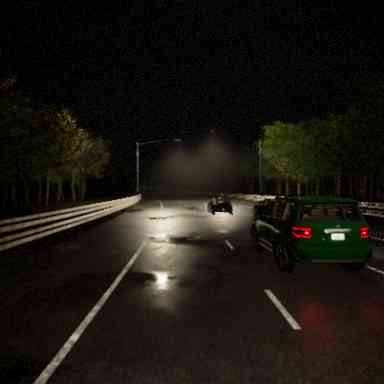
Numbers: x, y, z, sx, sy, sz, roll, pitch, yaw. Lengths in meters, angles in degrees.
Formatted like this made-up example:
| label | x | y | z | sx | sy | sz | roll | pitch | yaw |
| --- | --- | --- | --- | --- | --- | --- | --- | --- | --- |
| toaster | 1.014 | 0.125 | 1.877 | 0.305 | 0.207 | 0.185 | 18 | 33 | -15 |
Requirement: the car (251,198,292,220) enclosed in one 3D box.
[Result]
| label | x | y | z | sx | sy | sz | roll | pitch | yaw |
| --- | --- | --- | --- | --- | --- | --- | --- | --- | --- |
| car | 6.250 | 1.299 | 26.629 | 1.837 | 1.490 | 4.892 | 0 | 0 | -3 |

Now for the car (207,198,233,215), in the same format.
| label | x | y | z | sx | sy | sz | roll | pitch | yaw |
| --- | --- | --- | --- | --- | --- | --- | --- | --- | --- |
| car | 2.499 | 1.259 | 30.562 | 2.128 | 1.511 | 4.902 | 0 | 0 | -4 |

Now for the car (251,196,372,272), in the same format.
| label | x | y | z | sx | sy | sz | roll | pitch | yaw |
| --- | --- | --- | --- | --- | --- | --- | --- | --- | --- |
| car | 3.428 | 1.144 | 10.647 | 2.150 | 2.045 | 5.566 | 0 | 0 | -1 |
